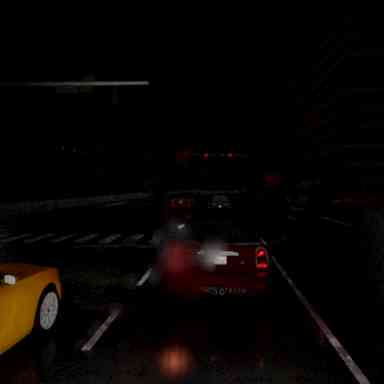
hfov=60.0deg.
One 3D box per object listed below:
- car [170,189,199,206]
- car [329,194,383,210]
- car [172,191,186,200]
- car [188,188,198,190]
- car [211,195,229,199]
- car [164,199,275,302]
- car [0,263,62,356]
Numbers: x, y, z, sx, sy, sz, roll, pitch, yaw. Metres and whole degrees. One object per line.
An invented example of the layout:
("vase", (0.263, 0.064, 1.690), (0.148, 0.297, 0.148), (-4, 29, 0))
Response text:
("car", (-0.810, 0.888, 31.996), (2.097, 1.767, 4.553), (0, 1, 5))
("car", (16.423, 1.004, 33.437), (5.008, 1.535, 1.882), (0, 1, 5))
("car", (-2.221, 0.629, 58.694), (1.812, 1.442, 4.674), (0, 1, 5))
("car", (0.034, 0.091, 74.169), (2.150, 2.045, 5.566), (0, 1, 17))
("car", (2.786, 1.054, 33.004), (1.812, 1.442, 4.674), (0, 1, 5))
("car", (0.678, 1.225, 8.170), (2.097, 1.767, 4.553), (0, 1, 5))
("car", (-3.251, 1.424, 3.580), (1.882, 1.535, 5.008), (0, 1, 5))
